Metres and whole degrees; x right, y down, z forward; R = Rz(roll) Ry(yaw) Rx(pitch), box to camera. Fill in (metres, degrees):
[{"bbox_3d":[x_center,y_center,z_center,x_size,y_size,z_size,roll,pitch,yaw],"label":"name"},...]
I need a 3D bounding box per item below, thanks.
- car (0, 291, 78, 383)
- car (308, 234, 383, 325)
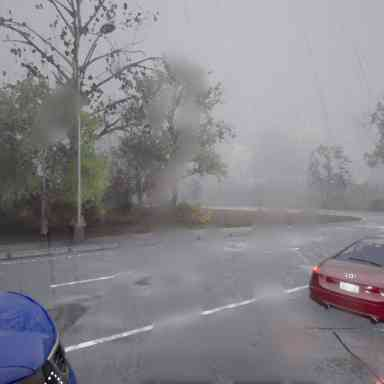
[{"bbox_3d":[-3.350,1.221,1.330,5.566,2.045,2.150,0,0,-36],"label":"car"},{"bbox_3d":[4.275,1.564,6.717,4.181,1.385,1.994,0,0,-35],"label":"car"}]
